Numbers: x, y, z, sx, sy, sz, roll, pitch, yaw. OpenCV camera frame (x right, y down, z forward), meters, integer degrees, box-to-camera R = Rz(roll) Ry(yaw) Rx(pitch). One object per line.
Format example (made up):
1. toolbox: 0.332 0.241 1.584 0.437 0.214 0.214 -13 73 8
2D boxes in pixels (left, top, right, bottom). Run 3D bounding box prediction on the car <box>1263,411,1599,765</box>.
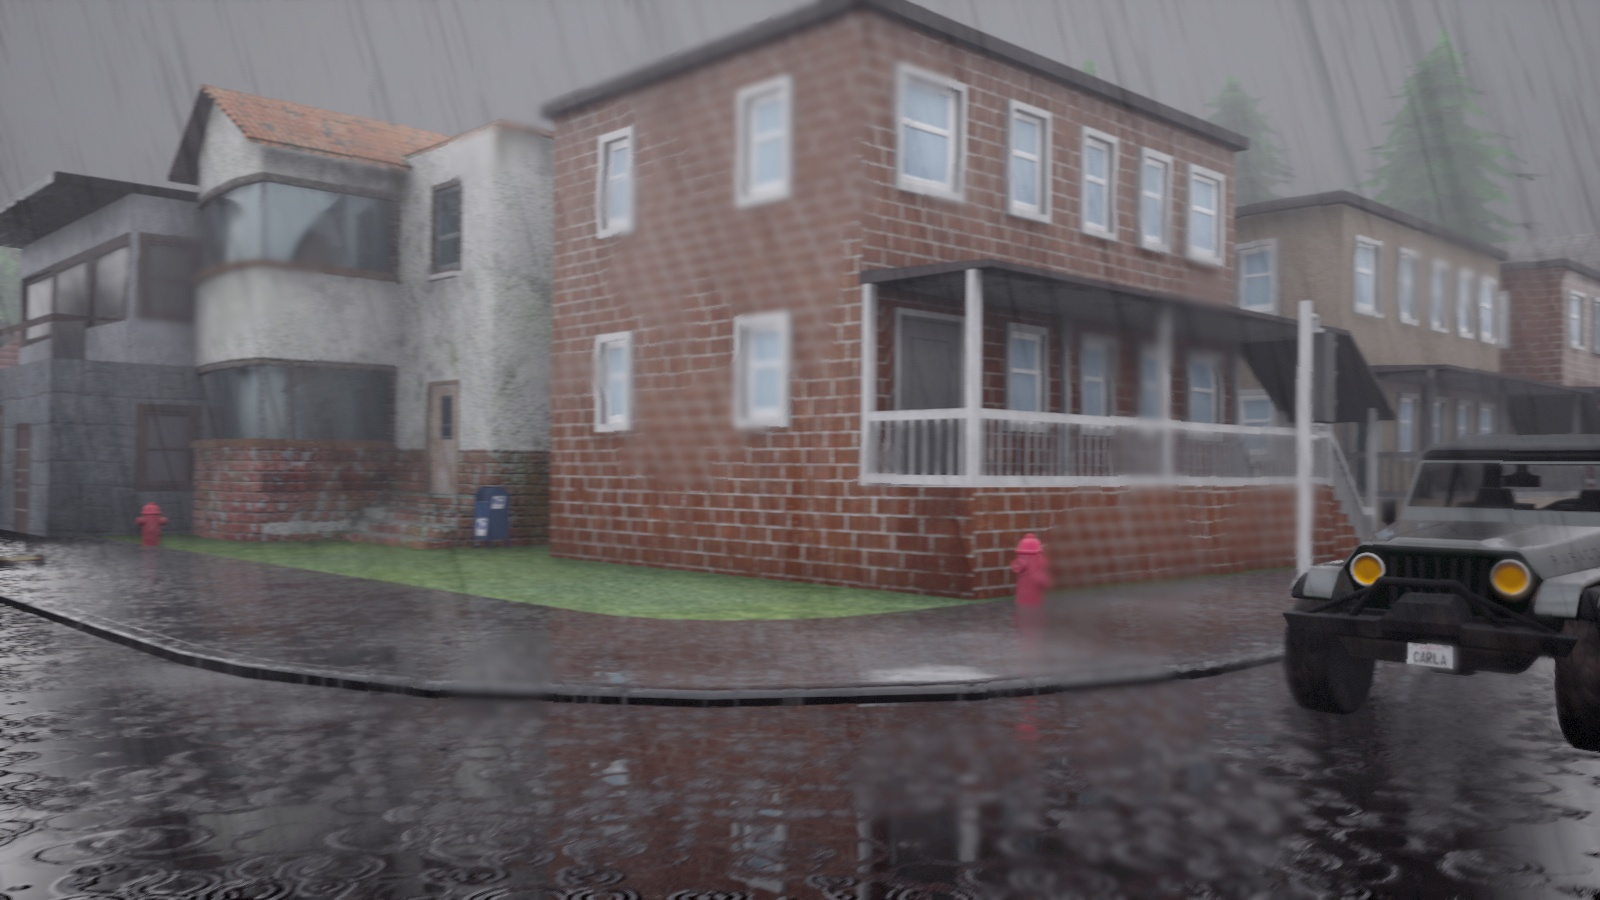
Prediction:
1. car: 5.020 0.764 8.655 3.866 1.878 1.905 1 -1 -44
